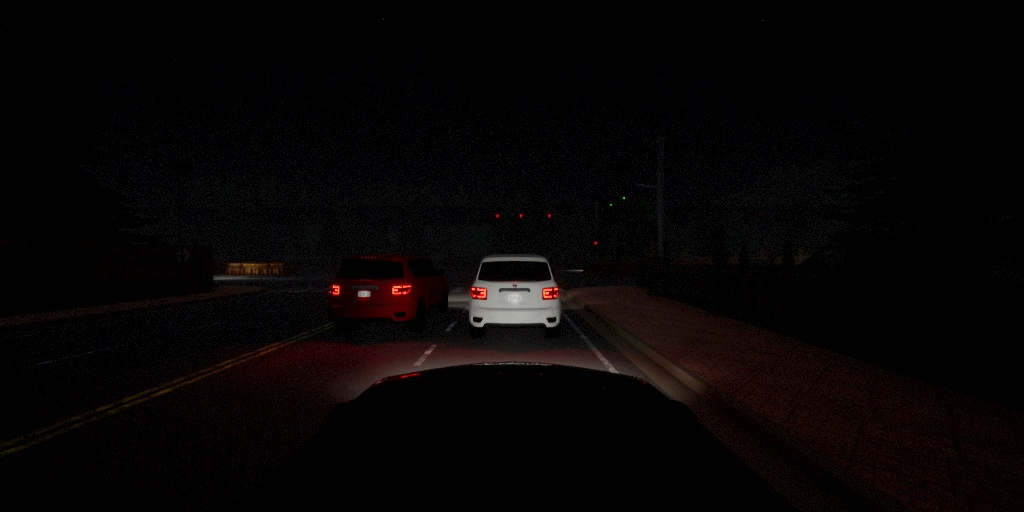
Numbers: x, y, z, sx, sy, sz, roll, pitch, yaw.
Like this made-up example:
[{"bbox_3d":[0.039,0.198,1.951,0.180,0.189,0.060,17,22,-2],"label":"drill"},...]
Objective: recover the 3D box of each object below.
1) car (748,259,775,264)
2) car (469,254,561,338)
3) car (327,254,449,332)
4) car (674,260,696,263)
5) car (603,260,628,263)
[{"bbox_3d":[33.209,1.221,48.945,4.892,1.490,1.837,-1,0,0],"label":"car"},{"bbox_3d":[0.081,0.971,10.312,2.150,2.045,5.566,0,0,1],"label":"car"},{"bbox_3d":[-3.418,0.971,10.994,2.150,2.045,5.566,0,0,0],"label":"car"},{"bbox_3d":[23.363,1.297,48.985,5.357,1.411,2.033,0,0,0],"label":"car"},{"bbox_3d":[13.595,1.255,49.047,4.892,1.490,1.837,0,0,0],"label":"car"}]
